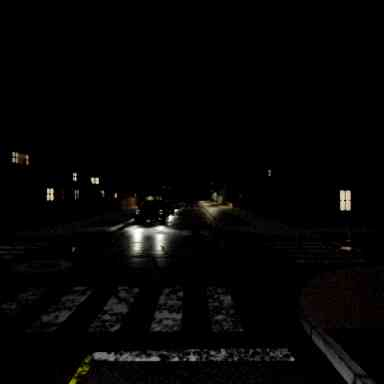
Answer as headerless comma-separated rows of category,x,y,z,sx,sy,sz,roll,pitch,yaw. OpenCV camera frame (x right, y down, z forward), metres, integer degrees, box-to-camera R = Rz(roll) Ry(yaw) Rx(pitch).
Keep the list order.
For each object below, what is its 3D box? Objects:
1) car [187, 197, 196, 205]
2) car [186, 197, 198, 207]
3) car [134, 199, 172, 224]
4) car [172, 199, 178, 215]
car,-0.041,1.765,66.645,1.812,1.442,4.674,0,0,0
car,-0.035,1.647,56.227,1.882,1.535,5.008,0,0,0
car,-2.912,1.387,24.823,2.097,1.767,4.553,0,0,2
car,-2.861,1.628,34.798,1.994,1.385,4.181,0,0,0
